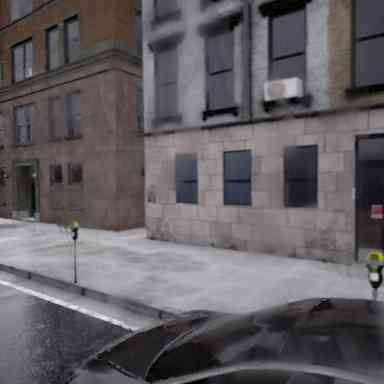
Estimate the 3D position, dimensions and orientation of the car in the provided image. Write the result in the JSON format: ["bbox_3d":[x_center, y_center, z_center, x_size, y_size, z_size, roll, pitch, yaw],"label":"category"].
[{"bbox_3d":[0.952,1.468,2.193,4.313,1.339,1.947,1,2,36],"label":"car"}]
